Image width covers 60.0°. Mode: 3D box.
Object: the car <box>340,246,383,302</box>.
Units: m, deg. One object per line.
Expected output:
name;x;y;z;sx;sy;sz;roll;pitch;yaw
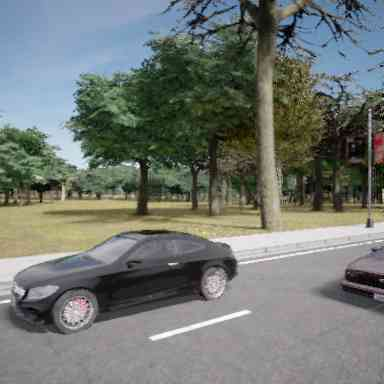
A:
car;5.712;1.600;7.717;5.357;1.411;2.033;0;0;-35

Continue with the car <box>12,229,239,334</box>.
car;-1.082;1.542;6.893;4.674;1.442;1.812;0;0;-35
